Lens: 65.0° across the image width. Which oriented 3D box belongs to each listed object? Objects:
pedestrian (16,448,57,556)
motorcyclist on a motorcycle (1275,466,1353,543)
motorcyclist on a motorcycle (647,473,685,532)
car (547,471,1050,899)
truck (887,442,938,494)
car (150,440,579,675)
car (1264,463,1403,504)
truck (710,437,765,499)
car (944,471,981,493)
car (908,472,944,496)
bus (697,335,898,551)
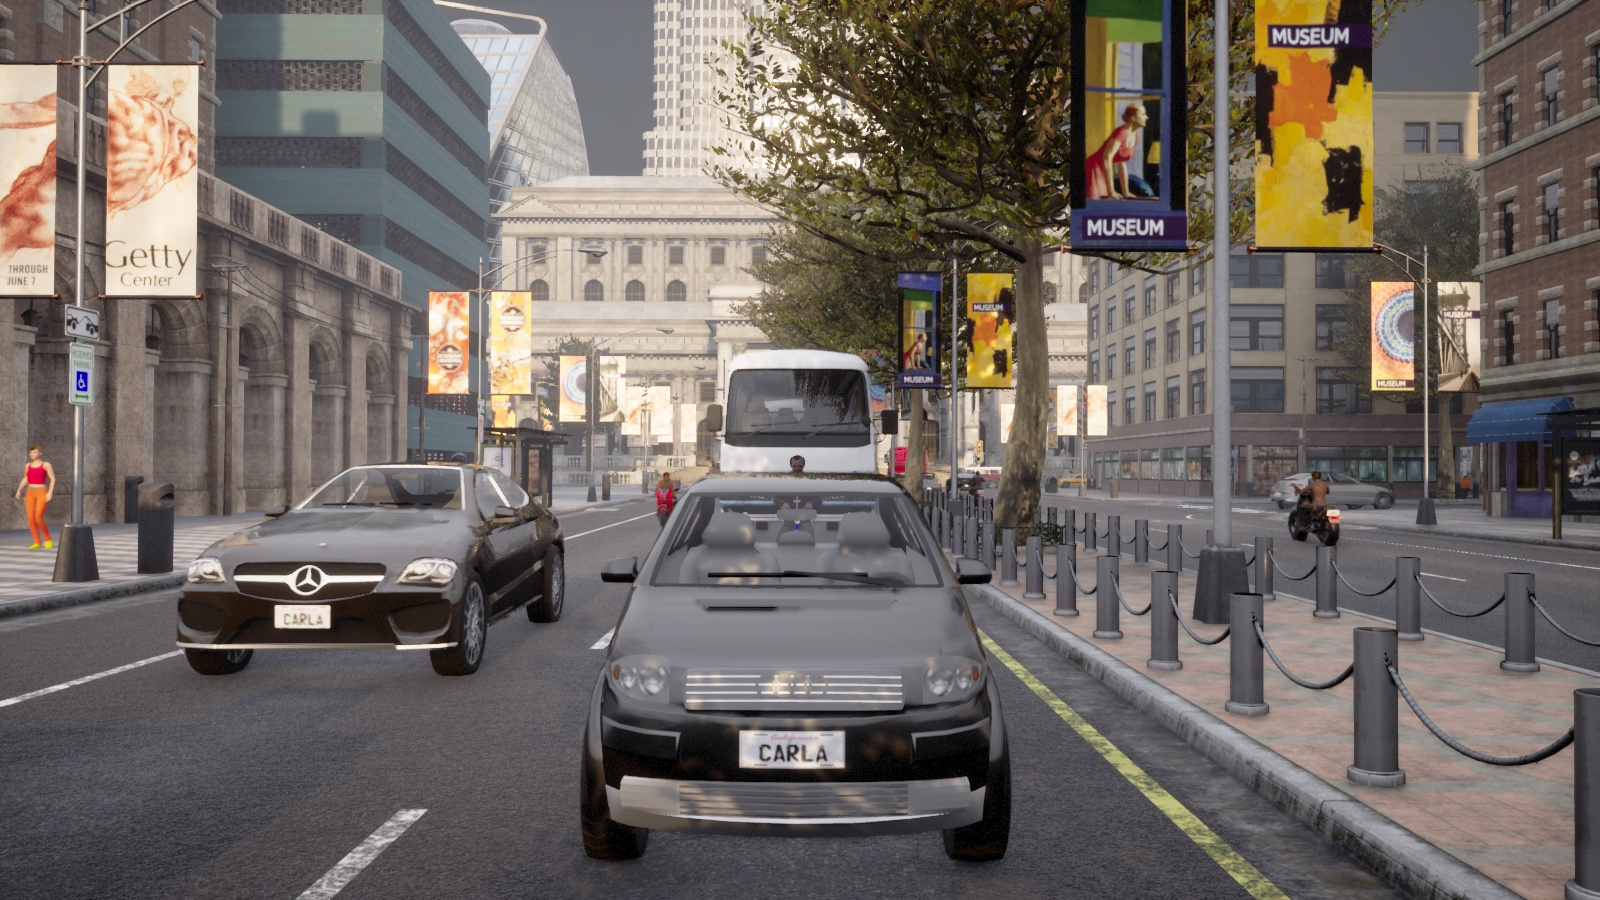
[{"bbox_3d":[-13.169,0.887,21.672,0.345,1.836,0.594,0,-1,0],"label":"pedestrian"},{"bbox_3d":[11.452,1.190,28.089,0.766,1.649,2.350,0,-1,0],"label":"motorcyclist on a motorcycle"},{"bbox_3d":[-3.557,1.371,33.455,0.797,1.523,2.044,0,-1,0],"label":"motorcyclist on a motorcycle"},{"bbox_3d":[-0.010,0.895,6.327,1.789,1.549,3.705,0,-1,0],"label":"car"},{"bbox_3d":[7.820,1.282,88.391,2.891,3.462,7.936,0,-1,0],"label":"truck"},{"bbox_3d":[-3.520,0.798,11.387,2.152,1.651,5.027,0,-1,0],"label":"car"},{"bbox_3d":[22.503,1.391,53.032,5.027,1.651,2.152,0,-1,-11],"label":"car"},{"bbox_3d":[-3.631,1.094,74.428,2.891,3.462,7.936,0,-1,0],"label":"truck"},{"bbox_3d":[11.302,2.213,87.519,1.882,1.535,5.008,0,-1,0],"label":"car"},{"bbox_3d":[7.866,2.112,78.491,1.845,1.501,3.633,0,-1,0],"label":"car"},{"bbox_3d":[-0.056,-0.060,29.933,3.944,4.253,10.273,0,-1,0],"label":"bus"}]
